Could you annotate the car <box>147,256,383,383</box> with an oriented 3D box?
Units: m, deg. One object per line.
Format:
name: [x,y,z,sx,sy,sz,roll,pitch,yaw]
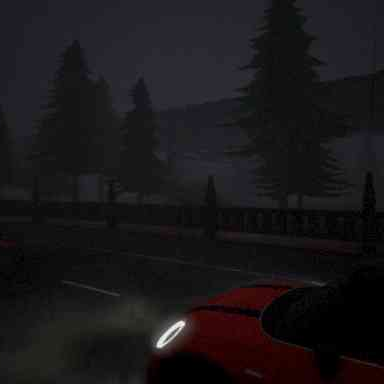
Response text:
car: [1.788,1.352,2.695,4.553,1.767,2.097,1,0,35]
